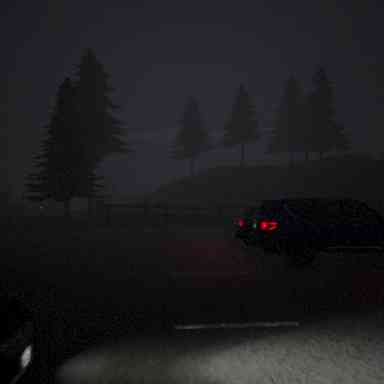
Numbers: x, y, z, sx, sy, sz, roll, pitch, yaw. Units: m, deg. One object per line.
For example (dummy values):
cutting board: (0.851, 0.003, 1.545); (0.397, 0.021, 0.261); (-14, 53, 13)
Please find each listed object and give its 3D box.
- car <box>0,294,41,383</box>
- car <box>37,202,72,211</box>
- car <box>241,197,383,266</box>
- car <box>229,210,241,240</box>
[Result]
car: (-4.207, 1.496, 3.367); (4.902, 1.511, 2.128); (0, 0, -4)
car: (-16.230, 1.488, 39.400); (1.812, 1.442, 4.674); (1, 0, 15)
car: (4.704, 1.186, 11.004); (5.566, 2.045, 2.150); (0, 0, -4)
car: (3.982, 1.314, 14.463); (4.553, 1.767, 2.097); (0, 0, -4)
